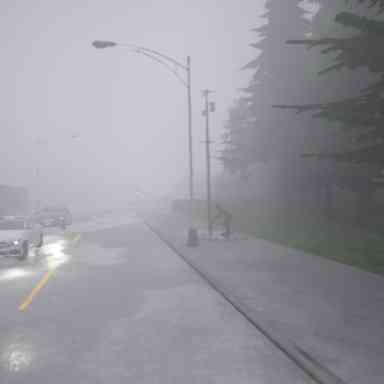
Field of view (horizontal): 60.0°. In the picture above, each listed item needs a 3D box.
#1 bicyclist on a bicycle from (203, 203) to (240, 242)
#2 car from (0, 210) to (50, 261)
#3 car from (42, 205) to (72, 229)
[{"bbox_3d":[1.266,1.297,14.204,1.656,1.620,0.582,-2,0,-13],"label":"bicyclist on a bicycle"},{"bbox_3d":[-7.012,1.675,12.823,1.812,1.442,4.674,-1,0,-14],"label":"car"},{"bbox_3d":[-9.359,1.683,22.658,2.128,1.511,4.902,-1,0,-13],"label":"car"}]
